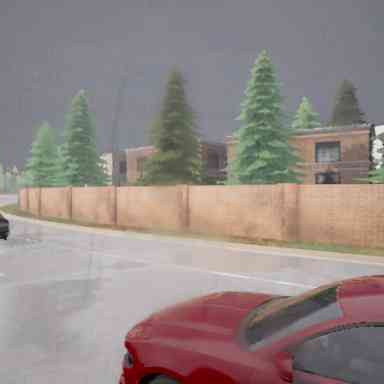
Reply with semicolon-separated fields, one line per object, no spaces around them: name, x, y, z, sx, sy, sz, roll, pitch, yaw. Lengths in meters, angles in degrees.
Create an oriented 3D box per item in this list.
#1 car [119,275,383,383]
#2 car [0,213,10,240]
car;1.668;1.477;2.673;5.008;1.535;1.882;0;0;30
car;-10.297;1.483;15.718;4.892;1.490;1.837;0;0;41
